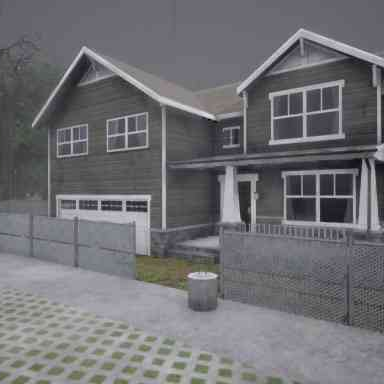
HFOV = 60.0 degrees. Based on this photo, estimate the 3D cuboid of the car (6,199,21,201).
[{"bbox_3d":[-17.278,1.466,31.800,4.902,1.511,2.128,0,0,-32],"label":"car"}]
